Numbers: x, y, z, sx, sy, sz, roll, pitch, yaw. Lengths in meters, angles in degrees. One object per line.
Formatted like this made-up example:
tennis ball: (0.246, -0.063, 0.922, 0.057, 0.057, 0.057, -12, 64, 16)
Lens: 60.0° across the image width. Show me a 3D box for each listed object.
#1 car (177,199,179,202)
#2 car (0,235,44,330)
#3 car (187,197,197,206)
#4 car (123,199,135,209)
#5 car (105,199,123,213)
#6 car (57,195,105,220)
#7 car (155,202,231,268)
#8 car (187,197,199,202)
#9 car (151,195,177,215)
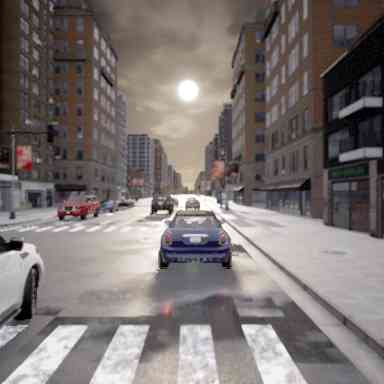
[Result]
car: (-3.262, 1.725, 58.679, 2.033, 1.411, 5.357, 0, 0, 0)
car: (-3.622, 1.233, 4.054, 2.150, 2.045, 5.566, 0, 0, -8)
car: (0.017, 1.713, 62.040, 1.812, 1.442, 4.674, 0, 0, 0)
car: (-9.769, 1.746, 49.050, 1.895, 1.301, 4.718, 0, 0, 0)
car: (-9.834, 1.639, 39.058, 1.812, 1.442, 4.674, 0, 0, 0)
car: (-9.820, 1.305, 29.325, 2.150, 2.045, 5.566, 0, 0, 2)
car: (0.098, 1.383, 11.483, 2.097, 1.767, 4.553, 0, 0, 0)
car: (0.090, 1.613, 41.708, 2.128, 1.511, 4.902, 0, 0, 0)
car: (-3.159, 1.323, 36.012, 2.150, 2.045, 5.566, 0, -1, 0)
